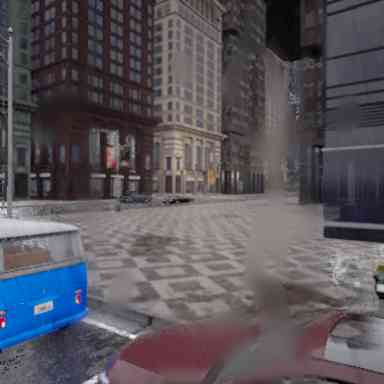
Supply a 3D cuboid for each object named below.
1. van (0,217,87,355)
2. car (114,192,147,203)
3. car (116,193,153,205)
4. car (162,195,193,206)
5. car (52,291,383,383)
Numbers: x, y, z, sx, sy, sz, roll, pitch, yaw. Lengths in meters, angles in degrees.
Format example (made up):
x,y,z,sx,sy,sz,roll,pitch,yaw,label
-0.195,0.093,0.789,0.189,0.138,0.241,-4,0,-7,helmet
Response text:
x,y,z,sx,sy,sz,roll,pitch,yaw,label
-3.513,1.325,5.582,3.998,1.788,1.690,0,0,36,van
-9.215,0.857,50.346,1.882,1.535,5.008,1,1,36,car
-7.777,0.979,46.796,2.033,1.411,5.357,1,1,36,car
-1.792,1.066,43.837,1.895,1.301,4.718,1,1,35,car
1.085,1.581,2.302,4.206,1.307,1.802,0,0,36,car
